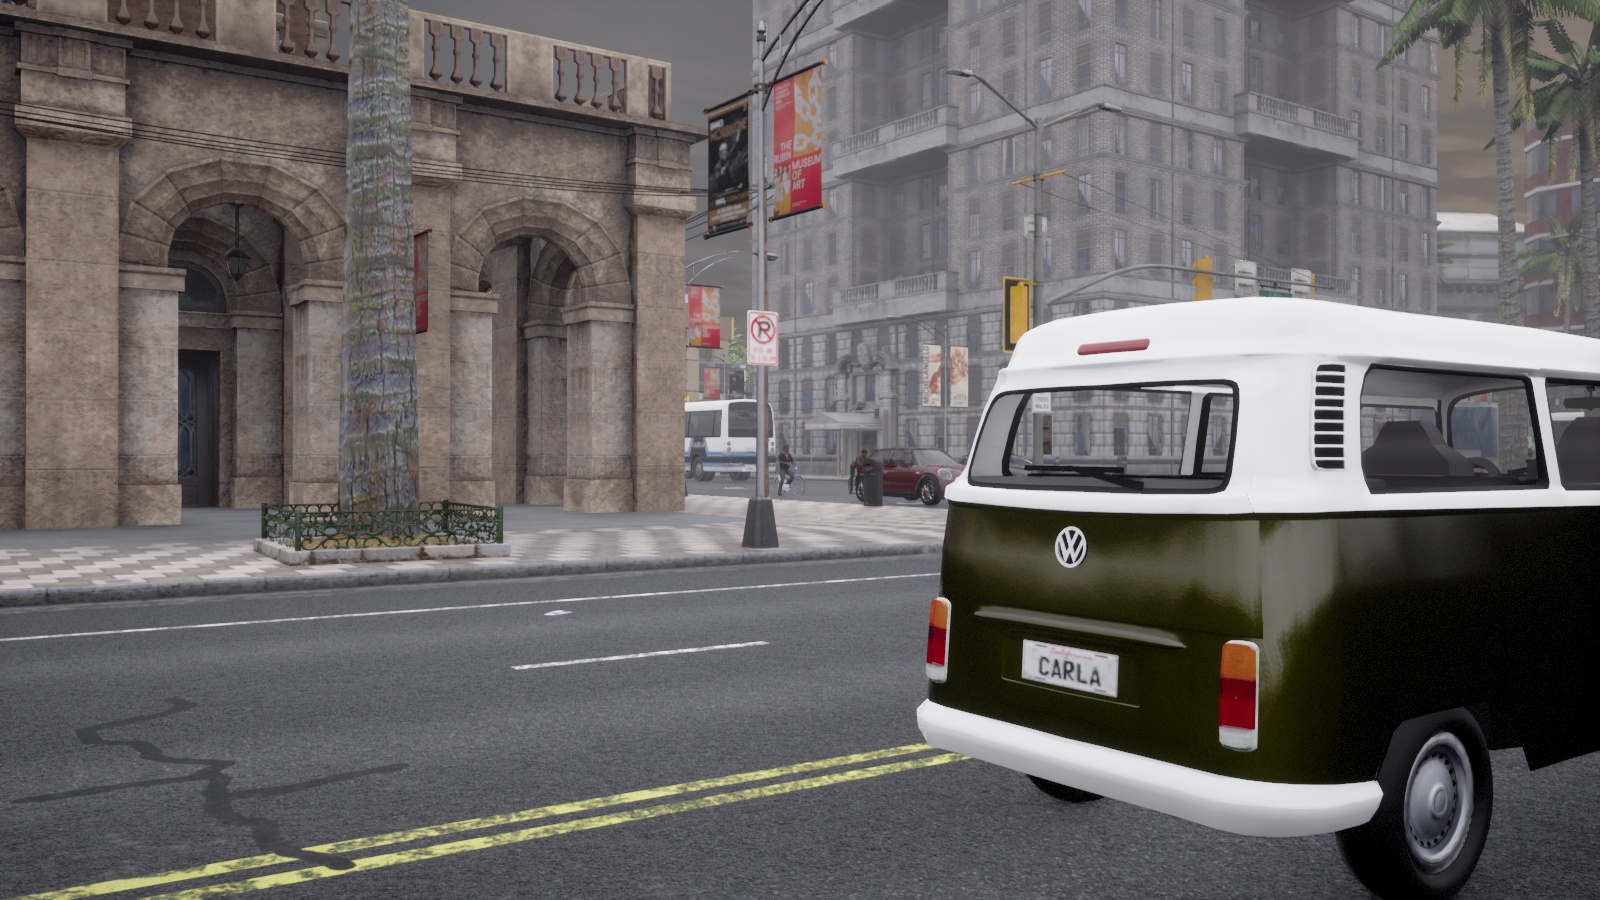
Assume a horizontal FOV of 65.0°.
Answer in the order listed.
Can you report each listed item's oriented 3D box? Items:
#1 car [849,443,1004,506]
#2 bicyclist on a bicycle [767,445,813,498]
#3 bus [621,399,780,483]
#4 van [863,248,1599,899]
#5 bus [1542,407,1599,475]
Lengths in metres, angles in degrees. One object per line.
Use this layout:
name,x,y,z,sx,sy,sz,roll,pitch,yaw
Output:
car,3.674,0.685,37.230,2.097,1.767,4.553,0,0,-35
bicyclist on a bicycle,-0.353,0.720,42.982,0.659,1.776,1.843,0,0,-35
bus,-5.665,-0.454,68.777,3.944,4.253,10.273,0,0,-36
van,2.684,0.476,5.517,4.480,2.038,2.069,0,0,-35
bus,52.047,-0.557,77.681,3.944,4.253,10.273,0,0,-22
